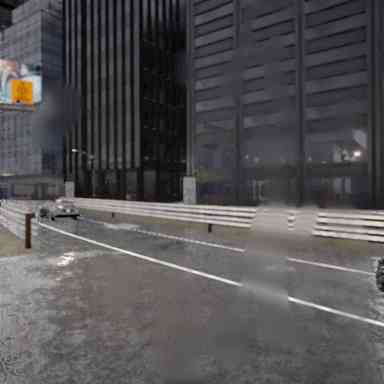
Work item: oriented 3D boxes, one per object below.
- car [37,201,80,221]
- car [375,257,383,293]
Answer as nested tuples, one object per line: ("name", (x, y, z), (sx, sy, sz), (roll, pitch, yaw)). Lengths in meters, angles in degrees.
("car", (-10.060, 1.344, 24.863), (2.033, 1.411, 5.357), (0, 1, -38))
("car", (5.746, 1.508, 5.632), (1.812, 1.442, 4.674), (0, 0, -43))
